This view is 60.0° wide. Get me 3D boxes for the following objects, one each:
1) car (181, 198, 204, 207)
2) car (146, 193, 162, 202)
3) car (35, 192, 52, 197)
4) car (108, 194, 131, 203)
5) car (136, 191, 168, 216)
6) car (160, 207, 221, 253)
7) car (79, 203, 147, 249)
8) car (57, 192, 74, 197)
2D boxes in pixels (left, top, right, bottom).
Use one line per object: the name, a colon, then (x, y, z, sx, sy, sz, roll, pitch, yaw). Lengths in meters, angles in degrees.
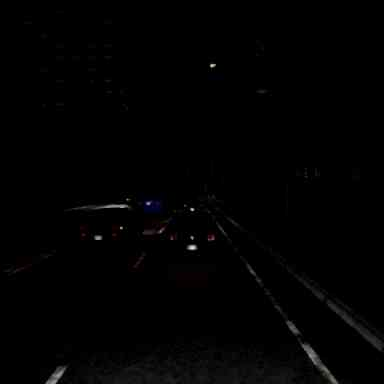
car: (0.044, 1.207, 29.200, 1.812, 1.442, 4.674, 0, 1, 0)
car: (-6.567, 0.927, 57.947, 2.033, 1.411, 5.357, 0, 1, 1)
car: (-38.431, 0.650, 86.303, 4.206, 1.307, 1.802, 0, 1, 2)
car: (-9.857, 0.983, 47.106, 2.128, 1.511, 4.902, 0, 1, 0)
car: (-3.224, 0.924, 27.377, 2.150, 2.045, 5.566, 0, 1, 1)
car: (0.034, 1.459, 12.842, 1.895, 1.301, 4.718, 0, 1, 1)
car: (-3.207, 1.375, 13.717, 1.812, 1.442, 4.674, 0, 0, 0)
car: (-32.882, 0.665, 86.132, 4.206, 1.307, 1.802, 0, 1, 2)
